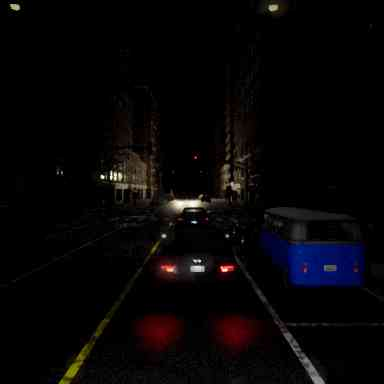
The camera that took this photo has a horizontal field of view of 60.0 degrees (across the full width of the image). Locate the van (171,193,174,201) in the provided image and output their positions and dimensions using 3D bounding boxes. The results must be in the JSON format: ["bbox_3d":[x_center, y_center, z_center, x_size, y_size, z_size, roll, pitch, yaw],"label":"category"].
[{"bbox_3d":[-5.646,1.305,74.180,1.690,1.788,3.998,0,0,0],"label":"van"}]

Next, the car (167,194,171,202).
[{"bbox_3d":[-5.649,1.509,63.279,1.887,1.381,4.507,0,0,0],"label":"car"}]

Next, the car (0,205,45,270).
[{"bbox_3d":[-5.667,1.313,8.688,2.192,1.841,5.009,0,0,0],"label":"car"}]

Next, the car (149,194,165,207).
[{"bbox_3d":[-5.653,1.493,52.207,1.752,1.417,4.829,0,0,0],"label":"car"}]

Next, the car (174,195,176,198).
[{"bbox_3d":[-5.644,1.516,79.631,2.008,1.369,4.403,0,0,0],"label":"car"}]

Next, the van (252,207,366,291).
[{"bbox_3d":[2.858,1.339,8.726,1.690,1.788,3.998,0,0,0],"label":"van"}]

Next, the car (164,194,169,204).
[{"bbox_3d":[-5.651,1.517,57.828,2.008,1.369,4.403,0,0,0],"label":"car"}]

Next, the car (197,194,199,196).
[{"bbox_3d":[2.881,1.516,79.660,2.008,1.369,4.403,0,0,0],"label":"car"}]

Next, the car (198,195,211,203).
[{"bbox_3d":[2.877,1.404,68.763,1.967,1.590,4.097,0,0,0],"label":"car"}]

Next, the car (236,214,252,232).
[{"bbox_3d":[2.860,1.562,14.386,1.947,1.339,4.313,0,0,0],"label":"car"}]

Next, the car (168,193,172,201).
[{"bbox_3d":[-5.647,1.509,68.730,1.887,1.381,4.507,0,0,0],"label":"car"}]

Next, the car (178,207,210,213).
[{"bbox_3d":[0.107,1.557,19.317,1.994,1.385,4.181,0,0,0],"label":"car"}]

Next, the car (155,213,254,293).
[{"bbox_3d":[0.104,1.546,8.997,2.033,1.411,5.357,0,0,0],"label":"car"}]
